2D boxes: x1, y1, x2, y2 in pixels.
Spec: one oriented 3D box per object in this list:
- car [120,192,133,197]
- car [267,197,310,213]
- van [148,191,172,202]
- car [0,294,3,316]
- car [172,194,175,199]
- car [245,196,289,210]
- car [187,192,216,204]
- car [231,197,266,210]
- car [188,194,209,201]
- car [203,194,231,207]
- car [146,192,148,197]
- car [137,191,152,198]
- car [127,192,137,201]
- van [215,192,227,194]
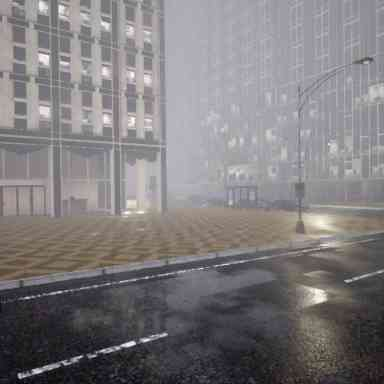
[{"bbox_3d":[-18.077,0.687,91.253,2.008,1.369,4.403,0,1,-34],"label":"car"},{"bbox_3d":[10.286,1.423,34.894,1.947,1.339,4.313,-1,1,-34],"label":"car"},{"bbox_3d":[-5.688,0.936,58.395,1.690,1.788,3.998,0,1,-34],"label":"van"},{"bbox_3d":[-5.086,1.602,4.043,4.718,1.301,1.895,0,0,-36],"label":"car"},{"bbox_3d":[-5.212,0.935,72.511,1.802,1.307,4.206,0,1,-34],"label":"car"},{"bbox_3d":[9.224,1.308,41.236,2.033,1.411,5.357,-1,1,-35],"label":"car"},{"bbox_3d":[1.193,1.133,52.909,1.837,1.490,4.892,-1,2,-36],"label":"car"},{"bbox_3d":[7.084,1.387,39.593,1.802,1.307,4.206,-1,1,-34],"label":"car"},{"bbox_3d":[1.221,1.042,63.138,1.802,1.307,4.206,-1,1,-34],"label":"car"},{"bbox_3d":[3.916,1.319,44.311,1.947,1.339,4.313,-1,1,-34],"label":"car"},{"bbox_3d":[-8.428,0.614,77.193,2.192,1.841,5.009,0,1,-34],"label":"car"},{"bbox_3d":[-11.645,0.685,81.880,1.967,1.590,4.097,0,1,-34],"label":"car"},{"bbox_3d":[-12.121,1.039,67.769,2.008,1.369,4.403,0,1,-34],"label":"car"},{"bbox_3d":[4.437,0.854,58.449,1.690,1.788,3.998,-1,1,-34],"label":"van"}]
